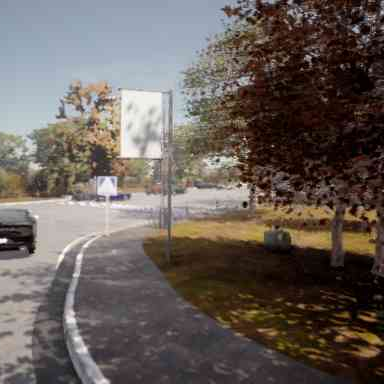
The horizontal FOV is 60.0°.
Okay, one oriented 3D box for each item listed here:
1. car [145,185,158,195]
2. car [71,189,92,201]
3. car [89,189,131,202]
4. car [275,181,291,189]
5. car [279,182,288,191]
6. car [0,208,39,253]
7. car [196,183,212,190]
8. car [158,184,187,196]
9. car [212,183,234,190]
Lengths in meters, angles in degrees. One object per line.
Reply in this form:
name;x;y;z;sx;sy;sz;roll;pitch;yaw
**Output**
car;-5.423;-0.458;53.536;1.882;1.535;5.008;2;5;33
car;-12.636;0.334;42.343;2.033;1.411;5.357;2;4;33
car;-9.665;0.510;40.501;1.895;1.301;4.718;2;4;33
car;18.937;-1.486;69.091;1.994;1.385;4.181;2;5;33
car;16.821;-0.765;59.245;1.994;1.385;4.181;2;5;33
car;-6.992;1.360;12.702;1.882;1.535;5.008;0;1;-25
car;2.751;-1.185;66.127;1.895;1.301;4.718;2;5;33
car;-2.632;-0.291;51.422;1.837;1.490;4.892;2;5;33
car;6.413;-1.133;65.358;1.895;1.301;4.718;2;5;33
